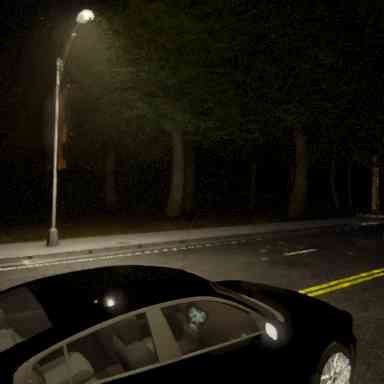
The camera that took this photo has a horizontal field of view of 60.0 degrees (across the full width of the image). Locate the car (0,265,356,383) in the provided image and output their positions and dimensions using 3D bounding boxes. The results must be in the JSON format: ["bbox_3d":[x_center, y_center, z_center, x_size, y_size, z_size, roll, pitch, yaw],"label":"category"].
[{"bbox_3d":[-0.410,1.477,3.147,5.008,1.535,1.882,0,0,-35],"label":"car"}]
